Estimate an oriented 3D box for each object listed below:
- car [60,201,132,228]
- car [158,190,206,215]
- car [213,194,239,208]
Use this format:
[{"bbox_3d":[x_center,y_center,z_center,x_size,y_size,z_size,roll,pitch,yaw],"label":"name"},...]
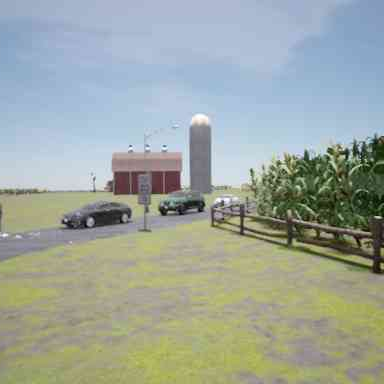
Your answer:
[{"bbox_3d":[-5.840,1.332,20.812,1.837,1.490,4.892,-1,1,32],"label":"car"},{"bbox_3d":[-0.763,0.881,29.375,2.150,2.045,5.566,-1,1,29],"label":"car"},{"bbox_3d":[4.009,1.014,38.489,1.812,1.442,4.674,-1,1,26],"label":"car"}]
